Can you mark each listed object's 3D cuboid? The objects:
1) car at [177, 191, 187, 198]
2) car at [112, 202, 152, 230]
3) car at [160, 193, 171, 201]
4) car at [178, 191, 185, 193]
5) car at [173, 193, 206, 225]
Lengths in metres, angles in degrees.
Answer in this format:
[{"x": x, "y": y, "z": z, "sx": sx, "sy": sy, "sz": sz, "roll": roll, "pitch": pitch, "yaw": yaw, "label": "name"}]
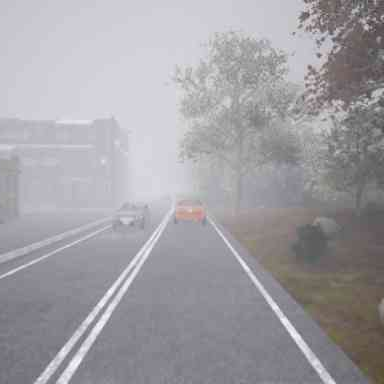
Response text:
[{"x": -2.325, "y": 0.529, "z": 73.914, "sx": 2.033, "sy": 1.411, "sz": 5.357, "roll": 0, "pitch": 1, "yaw": -3, "label": "car"}, {"x": -3.517, "y": 1.362, "z": 20.151, "sx": 2.128, "sy": 1.511, "sz": 4.902, "roll": 0, "pitch": 0, "yaw": -1, "label": "car"}, {"x": -5.021, "y": 0.868, "z": 63.265, "sx": 1.882, "sy": 1.535, "sz": 5.008, "roll": 0, "pitch": 1, "yaw": -2, "label": "car"}, {"x": -0.714, "y": 1.046, "z": 42.013, "sx": 2.097, "sy": 1.767, "sz": 4.553, "roll": 0, "pitch": 1, "yaw": -2, "label": "car"}, {"x": -0.174, "y": 1.202, "z": 22.967, "sx": 2.097, "sy": 1.767, "sz": 4.553, "roll": 0, "pitch": 0, "yaw": -1, "label": "car"}]
